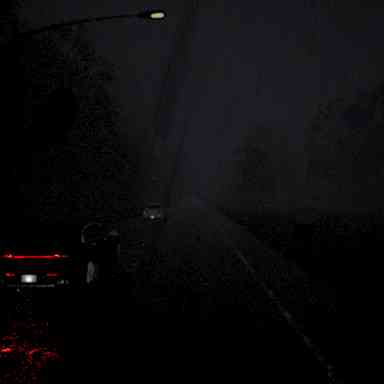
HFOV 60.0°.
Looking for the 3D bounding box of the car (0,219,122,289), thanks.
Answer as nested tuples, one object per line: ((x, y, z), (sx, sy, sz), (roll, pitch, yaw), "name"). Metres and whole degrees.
((-3.284, 1.523, 9.221), (1.837, 1.490, 4.892), (0, 0, 1), "car")

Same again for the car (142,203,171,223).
((-2.759, 1.578, 26.181), (1.812, 1.442, 4.674), (0, 0, 2), "car")
